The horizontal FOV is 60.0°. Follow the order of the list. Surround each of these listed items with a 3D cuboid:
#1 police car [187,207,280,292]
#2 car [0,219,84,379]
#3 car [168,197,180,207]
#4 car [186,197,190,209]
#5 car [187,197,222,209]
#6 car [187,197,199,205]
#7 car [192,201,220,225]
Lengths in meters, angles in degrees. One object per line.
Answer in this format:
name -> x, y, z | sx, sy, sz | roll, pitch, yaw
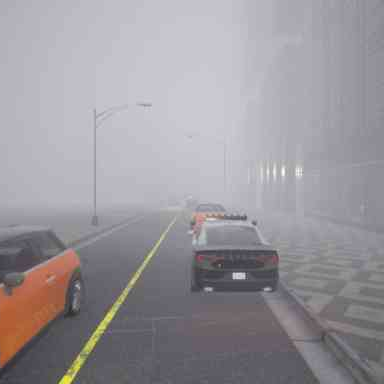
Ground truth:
police car -> 0.917, 1.427, 9.045 | 1.930, 1.638, 5.238 | 0, 0, 0
car -> -3.092, 1.352, 4.397 | 2.097, 1.767, 4.553 | 0, 0, 0
car -> -2.883, 1.580, 53.930 | 2.128, 1.511, 4.902 | 0, 0, 0
car -> 0.113, 1.667, 46.539 | 1.895, 1.301, 4.718 | 0, 0, 1
car -> 0.938, 1.361, 18.906 | 2.097, 1.767, 4.553 | 0, 0, 0
car -> 0.131, 1.601, 60.397 | 2.128, 1.511, 4.902 | 0, 0, 0
car -> 0.953, 1.496, 24.936 | 1.882, 1.535, 5.008 | 0, 0, 0
